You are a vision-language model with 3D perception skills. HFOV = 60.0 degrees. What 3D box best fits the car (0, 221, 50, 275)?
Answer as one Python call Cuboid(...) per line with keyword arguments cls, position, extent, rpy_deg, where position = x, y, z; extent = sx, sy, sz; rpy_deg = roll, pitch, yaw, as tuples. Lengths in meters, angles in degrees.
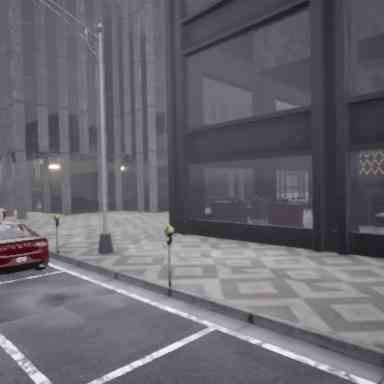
Cuboid(cls="car", position=(-5.722, 1.521, 9.677), extent=(1.887, 1.381, 4.507), rpy_deg=(-3, 1, -45))
